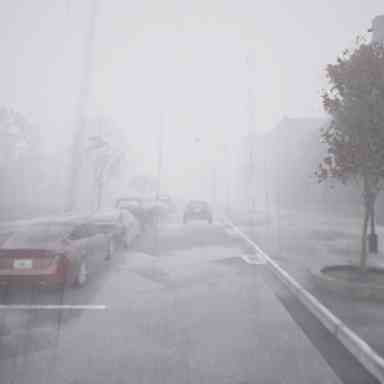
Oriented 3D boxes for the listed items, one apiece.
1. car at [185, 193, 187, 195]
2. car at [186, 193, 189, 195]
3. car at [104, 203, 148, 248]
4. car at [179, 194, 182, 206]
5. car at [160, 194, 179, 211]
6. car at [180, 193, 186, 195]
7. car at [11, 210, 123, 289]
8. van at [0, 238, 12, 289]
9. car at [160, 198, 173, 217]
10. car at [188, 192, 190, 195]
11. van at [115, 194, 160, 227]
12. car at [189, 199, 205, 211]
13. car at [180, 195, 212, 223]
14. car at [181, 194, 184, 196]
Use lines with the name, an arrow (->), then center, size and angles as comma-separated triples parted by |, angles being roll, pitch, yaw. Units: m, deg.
car -> -2.717, 1.594, 70.269 | 2.097, 1.535, 5.008 | 0, 0, 3
car -> -2.639, 1.607, 75.824 | 2.231, 1.521, 4.892 | 0, -1, 3
car -> -3.491, 1.488, 14.807 | 2.231, 1.521, 4.892 | 0, 1, -1
car -> -3.026, 1.524, 48.089 | 2.097, 1.535, 5.008 | 0, 0, 3
car -> -3.165, 1.290, 38.206 | 2.435, 2.045, 5.566 | 0, 0, 1
car -> -2.798, 1.565, 63.888 | 1.946, 1.575, 5.366 | 0, 0, 3
car -> -3.569, 1.513, 9.296 | 2.163, 1.488, 4.792 | 0, 1, -1
van -> -3.658, 1.252, 2.784 | 1.878, 1.987, 4.442 | 0, 1, -2
car -> -3.259, 1.561, 31.461 | 2.002, 1.452, 4.674 | 0, 0, 1
car -> -2.436, 1.337, 90.317 | 2.435, 2.045, 5.566 | 0, 0, 3
van -> -3.407, 1.288, 20.491 | 1.878, 1.987, 4.442 | 0, 0, 3
car -> 0.653, 1.593, 42.887 | 1.994, 1.385, 4.181 | 0, 0, 1
car -> 0.414, 1.363, 25.675 | 2.097, 1.767, 4.553 | 0, 0, 1
car -> -2.949, 1.546, 53.636 | 2.097, 1.535, 5.008 | 0, 0, 3
